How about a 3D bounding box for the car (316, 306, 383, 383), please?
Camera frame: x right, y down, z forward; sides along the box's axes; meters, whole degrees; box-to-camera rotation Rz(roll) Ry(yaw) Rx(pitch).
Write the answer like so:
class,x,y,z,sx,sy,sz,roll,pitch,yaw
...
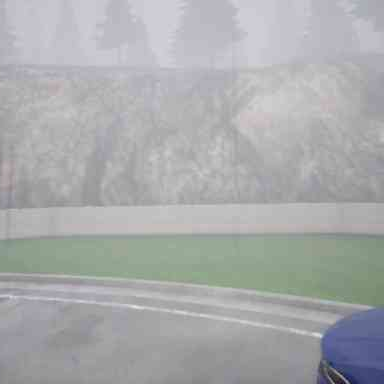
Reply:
class,x,y,z,sx,sy,sz,roll,pitch,yaw
car,3.233,1.363,1.687,5.008,1.535,1.882,0,1,41
